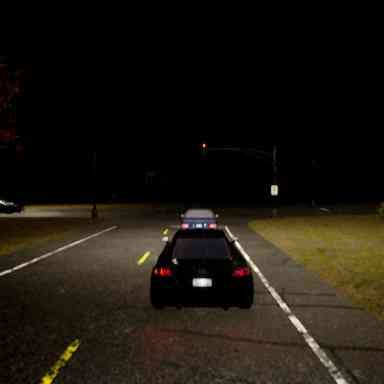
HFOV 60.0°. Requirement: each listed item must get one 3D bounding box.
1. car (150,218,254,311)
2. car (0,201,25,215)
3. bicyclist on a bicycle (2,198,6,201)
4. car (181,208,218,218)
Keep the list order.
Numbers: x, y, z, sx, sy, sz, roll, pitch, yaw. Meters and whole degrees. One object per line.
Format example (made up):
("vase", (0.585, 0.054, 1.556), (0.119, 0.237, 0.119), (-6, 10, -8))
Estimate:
("car", (0.198, 1.554, 7.839), (1.994, 1.385, 4.181), (0, 0, 1))
("car", (-21.200, 1.720, 37.104), (4.902, 1.511, 2.128), (-1, 2, 5))
("bicyclist on a bicycle", (-25.530, 1.555, 45.097), (0.582, 1.620, 1.656), (-1, 0, 5))
("car", (0.388, 1.521, 17.068), (2.033, 1.411, 5.357), (0, 0, 2))
